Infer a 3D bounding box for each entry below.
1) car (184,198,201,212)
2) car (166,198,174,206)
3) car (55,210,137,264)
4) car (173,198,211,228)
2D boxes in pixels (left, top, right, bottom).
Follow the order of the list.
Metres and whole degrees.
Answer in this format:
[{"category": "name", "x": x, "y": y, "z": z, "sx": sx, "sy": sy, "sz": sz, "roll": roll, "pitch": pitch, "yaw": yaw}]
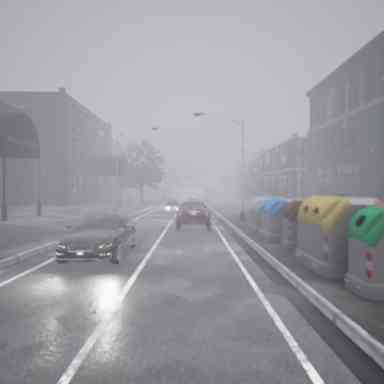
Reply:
[{"category": "car", "x": 0.067, "y": 1.484, "z": 40.347, "sx": 1.837, "sy": 1.490, "sz": 4.892, "roll": 1, "pitch": 0, "yaw": 0}, {"category": "car", "x": -3.100, "y": 1.592, "z": 53.990, "sx": 1.895, "sy": 1.301, "sz": 4.718, "roll": 1, "pitch": 0, "yaw": 0}, {"category": "car", "x": -3.104, "y": 1.451, "z": 11.641, "sx": 1.837, "sy": 1.490, "sz": 4.892, "roll": 1, "pitch": 0, "yaw": 0}, {"category": "car", "x": 0.085, "y": 1.312, "z": 21.825, "sx": 2.097, "sy": 1.767, "sz": 4.553, "roll": 1, "pitch": 0, "yaw": 0}]
